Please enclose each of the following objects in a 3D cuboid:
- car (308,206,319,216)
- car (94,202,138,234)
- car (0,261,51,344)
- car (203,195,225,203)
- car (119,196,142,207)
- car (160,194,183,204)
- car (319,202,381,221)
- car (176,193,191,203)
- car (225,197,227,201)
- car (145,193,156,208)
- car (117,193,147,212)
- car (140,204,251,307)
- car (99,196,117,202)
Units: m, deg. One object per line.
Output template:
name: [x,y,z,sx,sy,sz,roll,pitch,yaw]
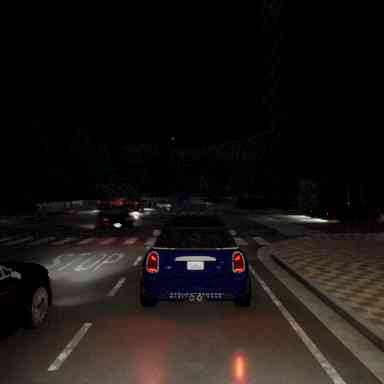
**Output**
car: [13.018,1.619,30.888,4.181,1.385,1.994,0,0,0]
car: [-4.653,1.572,19.548,1.812,1.442,4.674,1,0,-19]
car: [-3.409,1.491,4.011,2.128,1.511,4.902,0,0,0]
car: [4.315,1.524,71.038,4.674,1.442,1.812,0,0,-43]
car: [-9.694,1.477,52.686,1.882,1.535,5.008,0,0,11]
car: [-3.954,1.525,59.849,1.812,1.442,4.674,0,0,26]
car: [13.130,1.619,27.381,4.181,1.385,1.994,0,0,-2]
car: [-2.529,1.223,69.104,2.150,2.045,5.566,0,0,37]
car: [5.868,1.524,76.448,4.674,1.442,1.812,0,0,-33]
car: [-6.765,1.221,49.184,2.150,2.045,5.566,0,0,6]
car: [-7.089,1.352,39.598,2.097,1.767,4.553,0,0,1]
car: [0.067,1.352,8.154,2.097,1.767,4.553,0,0,0]
car: [-10.507,1.352,42.437,2.097,1.767,4.553,0,0,2]
